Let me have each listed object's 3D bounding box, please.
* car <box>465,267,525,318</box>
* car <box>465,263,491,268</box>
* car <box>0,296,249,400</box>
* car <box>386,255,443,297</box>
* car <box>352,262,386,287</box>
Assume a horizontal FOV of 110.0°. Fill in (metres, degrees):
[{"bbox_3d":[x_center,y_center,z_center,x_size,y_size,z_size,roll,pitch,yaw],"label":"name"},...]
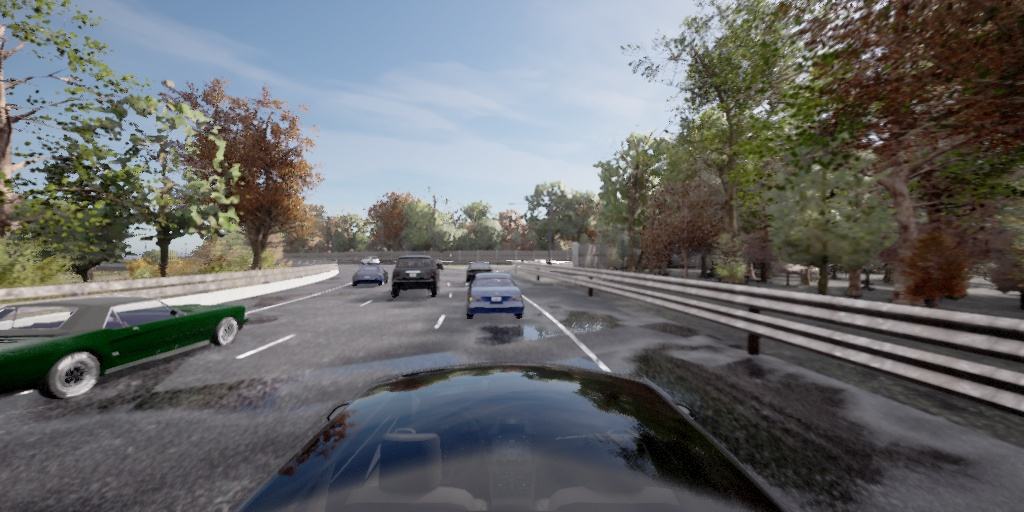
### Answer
[{"bbox_3d":[-0.704,1.297,12.942,2.033,1.411,5.357,0,0,-6],"label":"car"},{"bbox_3d":[-2.411,1.229,26.577,1.882,1.535,5.008,0,0,-8],"label":"car"},{"bbox_3d":[-7.143,1.373,6.404,1.895,1.301,4.718,0,0,-2],"label":"car"},{"bbox_3d":[-5.043,0.983,19.275,2.150,2.045,5.566,0,0,-10],"label":"car"},{"bbox_3d":[-9.916,1.340,25.372,1.994,1.385,4.181,0,0,-13],"label":"car"}]
